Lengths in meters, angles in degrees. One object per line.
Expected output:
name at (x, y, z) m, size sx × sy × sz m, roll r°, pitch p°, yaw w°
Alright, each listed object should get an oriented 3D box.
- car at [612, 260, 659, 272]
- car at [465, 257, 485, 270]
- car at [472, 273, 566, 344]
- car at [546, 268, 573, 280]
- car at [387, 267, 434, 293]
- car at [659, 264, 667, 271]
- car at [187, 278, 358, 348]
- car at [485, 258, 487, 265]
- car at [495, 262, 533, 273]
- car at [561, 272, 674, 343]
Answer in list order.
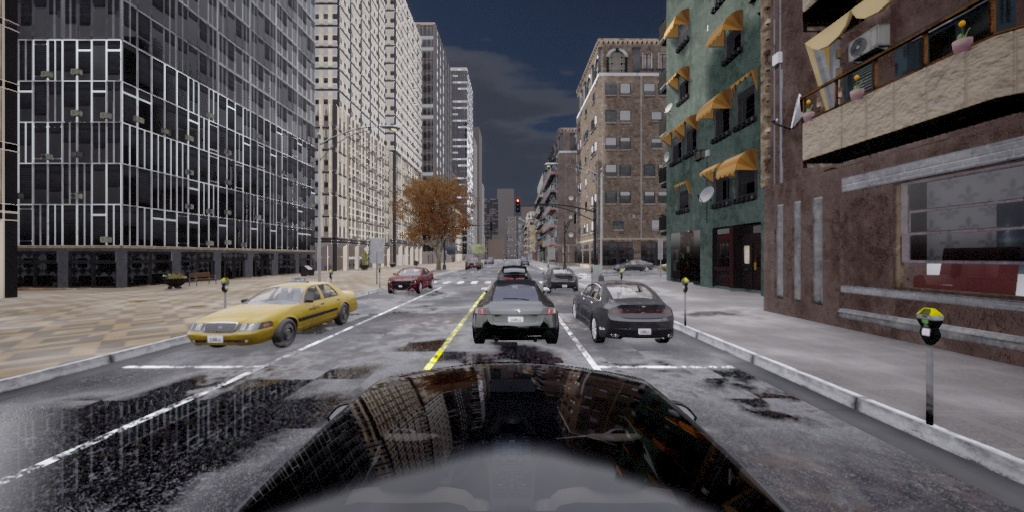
car at (13.444, 1.105, 39.929) m, size 4.403 × 1.370 × 2.007 m, roll 0°, pitch 0°, yaw -1°
car at (-5.679, 1.094, 52.906) m, size 2.192 × 1.841 × 5.009 m, roll 0°, pitch 0°, yaw 0°
car at (0.089, 1.314, 9.598) m, size 1.994 × 1.385 × 4.181 m, roll 0°, pitch 0°, yaw 0°
car at (2.693, 1.303, 20.516) m, size 2.007 × 1.370 × 4.403 m, roll 0°, pitch 0°, yaw 0°
car at (-5.687, 1.298, 20.518) m, size 1.888 × 1.381 × 4.507 m, roll 0°, pitch 0°, yaw 0°
car at (18.841, 1.002, 39.983) m, size 4.829 × 1.417 × 1.751 m, roll 0°, pitch 0°, yaw -1°
car at (-5.690, 1.275, 9.283) m, size 1.751 × 1.417 × 4.829 m, roll 0°, pitch 0°, yaw 0°
car at (-5.677, 1.351, 58.429) m, size 1.948 × 1.339 × 4.313 m, roll 0°, pitch 0°, yaw 0°
car at (0.109, 1.257, 19.647) m, size 1.837 × 1.490 × 4.892 m, roll 0°, pitch 0°, yaw -1°
car at (2.691, 1.300, 9.450) m, size 2.007 × 1.370 × 4.403 m, roll 0°, pitch 0°, yaw 0°
